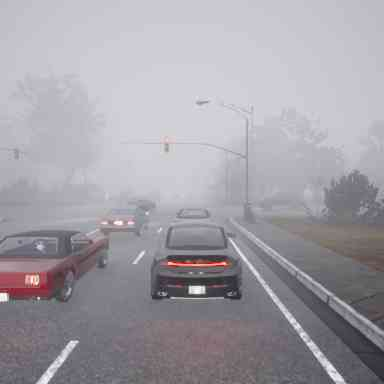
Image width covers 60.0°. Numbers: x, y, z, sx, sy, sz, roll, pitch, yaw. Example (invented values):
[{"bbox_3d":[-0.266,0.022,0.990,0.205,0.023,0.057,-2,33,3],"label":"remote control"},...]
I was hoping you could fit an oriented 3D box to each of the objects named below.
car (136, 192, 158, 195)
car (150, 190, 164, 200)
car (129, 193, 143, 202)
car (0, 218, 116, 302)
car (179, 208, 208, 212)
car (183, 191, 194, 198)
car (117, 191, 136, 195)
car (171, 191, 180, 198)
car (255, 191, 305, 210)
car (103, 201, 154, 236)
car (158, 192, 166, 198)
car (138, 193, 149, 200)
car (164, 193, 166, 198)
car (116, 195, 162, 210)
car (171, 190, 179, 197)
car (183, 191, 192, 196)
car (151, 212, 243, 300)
[{"bbox_3d":[-7.192,1.151,53.277,2.033,1.411,5.357,0,0,0],"label":"car"},{"bbox_3d":[-7.166,0.733,63.452,2.150,2.045,5.566,0,1,-1],"label":"car"},{"bbox_3d":[-10.676,0.987,63.683,1.882,1.535,5.008,0,1,0],"label":"car"},{"bbox_3d":[-3.413,1.570,8.135,1.895,1.301,4.718,0,0,0],"label":"car"},{"bbox_3d":[0.080,1.497,17.628,1.895,1.301,4.718,0,0,0],"label":"car"},{"bbox_3d":[-0.671,0.783,85.235,1.994,1.385,4.181,0,1,-4],"label":"car"},{"bbox_3d":[-10.691,0.821,53.796,2.150,2.045,5.566,0,0,0],"label":"car"},{"bbox_3d":[-4.143,0.602,84.681,2.097,1.767,4.553,0,1,-4],"label":"car"},{"bbox_3d":[10.089,0.949,38.099,5.566,2.045,2.150,0,0,-5],"label":"car"},{"bbox_3d":[-3.446,1.442,17.724,2.033,1.411,5.357,0,0,-1],"label":"car"},{"bbox_3d":[-7.602,0.780,83.911,1.812,1.442,4.674,0,1,-3],"label":"car"},{"bbox_3d":[-10.742,0.991,73.769,1.895,1.301,4.718,0,1,-1],"label":"car"},{"bbox_3d":[-7.237,0.876,73.642,1.882,1.535,5.008,0,1,-1],"label":"car"},{"bbox_3d":[-5.211,1.289,29.696,2.128,1.511,4.902,0,0,32],"label":"car"},{"bbox_3d":[-4.912,0.451,94.749,2.097,1.767,4.553,0,1,-7],"label":"car"},{"bbox_3d":[-1.424,0.465,95.112,2.033,1.411,5.357,0,1,-7],"label":"car"},{"bbox_3d":[0.088,1.473,8.315,1.837,1.490,4.892,0,0,0],"label":"car"}]
